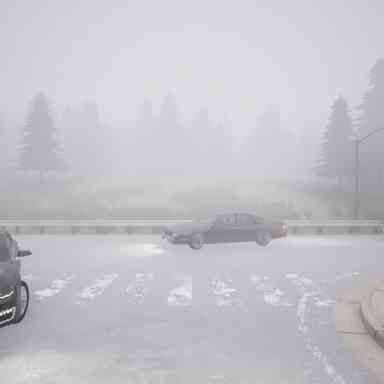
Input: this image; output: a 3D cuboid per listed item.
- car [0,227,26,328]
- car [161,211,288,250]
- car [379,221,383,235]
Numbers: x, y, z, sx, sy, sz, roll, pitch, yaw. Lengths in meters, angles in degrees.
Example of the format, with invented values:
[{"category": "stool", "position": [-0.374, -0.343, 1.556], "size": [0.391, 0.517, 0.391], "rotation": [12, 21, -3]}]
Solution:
[{"category": "car", "position": [-4.457, 1.505, 6.651], "size": [1.837, 1.490, 4.892], "rotation": [0, 0, -28]}, {"category": "car", "position": [1.458, 1.547, 14.292], "size": [5.357, 1.411, 2.033], "rotation": [0, 0, -20]}, {"category": "car", "position": [11.238, 1.491, 15.170], "size": [4.902, 1.511, 2.128], "rotation": [0, 0, 0]}]
